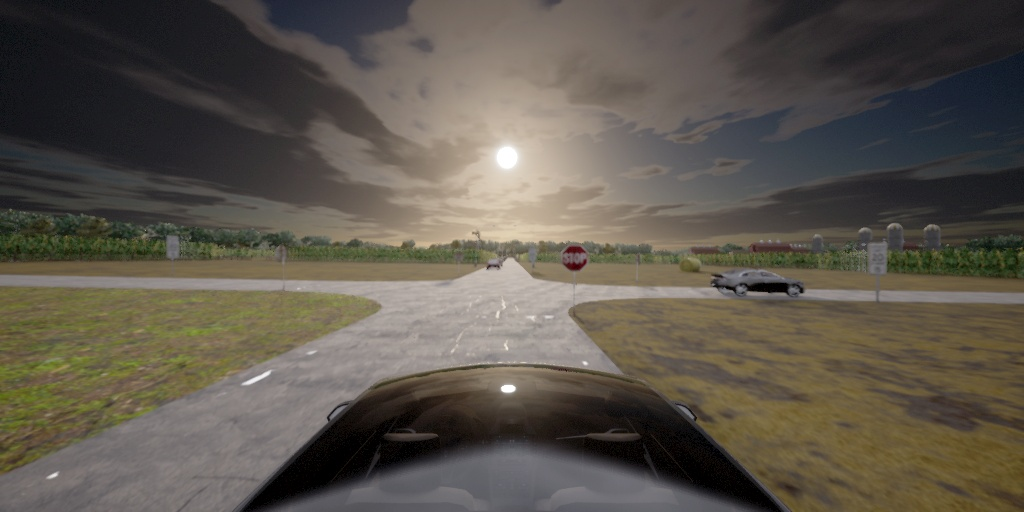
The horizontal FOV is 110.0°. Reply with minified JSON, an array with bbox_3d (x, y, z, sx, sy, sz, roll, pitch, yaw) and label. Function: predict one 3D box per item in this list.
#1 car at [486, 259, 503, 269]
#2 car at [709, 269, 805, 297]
[{"bbox_3d":[-2.811,1.222,54.374,1.882,1.535,5.008,0,0,0],"label":"car"},{"bbox_3d":[13.899,1.481,20.435,4.902,1.511,2.128,1,0,0],"label":"car"}]
